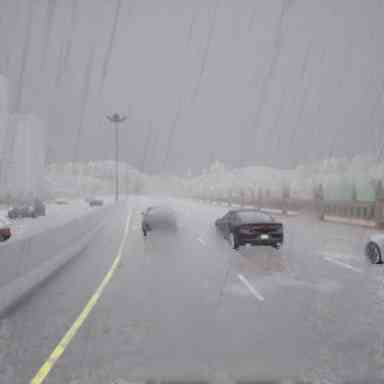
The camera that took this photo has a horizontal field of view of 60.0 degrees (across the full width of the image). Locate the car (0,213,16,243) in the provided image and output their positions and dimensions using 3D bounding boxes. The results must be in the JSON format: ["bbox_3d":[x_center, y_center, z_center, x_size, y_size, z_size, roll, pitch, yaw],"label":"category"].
[{"bbox_3d":[-7.982,1.637,11.243,1.895,1.301,4.718,0,0,-7],"label":"car"}]

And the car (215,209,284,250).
[{"bbox_3d":[2.293,1.474,14.487,1.882,1.535,5.008,0,0,-8],"label":"car"}]

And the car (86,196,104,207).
[{"bbox_3d":[-14.964,1.680,52.307,1.895,1.301,4.718,0,0,-9],"label":"car"}]

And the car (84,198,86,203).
[{"bbox_3d":[-21.693,1.620,70.742,2.128,1.511,4.902,0,0,-10],"label":"car"}]

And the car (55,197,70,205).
[{"bbox_3d":[-23.443,1.593,60.371,1.882,1.535,5.008,0,0,-10],"label":"car"}]

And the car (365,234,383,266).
[{"bbox_3d":[6.514,1.503,8.630,1.812,1.442,4.674,0,0,-5],"label":"car"}]

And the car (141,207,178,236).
[{"bbox_3d":[-1.879,1.540,18.725,1.812,1.442,4.674,0,0,-9],"label":"car"}]

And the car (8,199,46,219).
[{"bbox_3d":[-14.583,1.422,29.641,2.097,1.767,4.553,0,0,-10],"label":"car"}]
